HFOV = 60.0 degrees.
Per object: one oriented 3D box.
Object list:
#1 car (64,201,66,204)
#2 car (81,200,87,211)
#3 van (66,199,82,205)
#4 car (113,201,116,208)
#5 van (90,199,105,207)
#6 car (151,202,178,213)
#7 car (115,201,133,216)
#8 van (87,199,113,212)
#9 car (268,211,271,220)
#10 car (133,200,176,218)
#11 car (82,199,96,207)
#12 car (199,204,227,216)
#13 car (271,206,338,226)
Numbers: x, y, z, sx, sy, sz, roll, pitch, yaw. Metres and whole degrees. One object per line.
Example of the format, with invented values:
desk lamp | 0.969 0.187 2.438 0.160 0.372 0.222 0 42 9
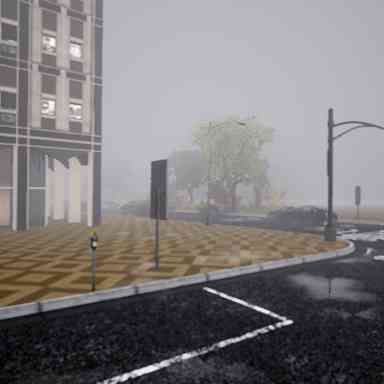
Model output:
car | -33.358 2.847 89.521 1.947 1.339 4.313 0 -1 -36
car | -16.870 2.317 53.397 1.802 1.307 4.206 0 -1 -36
van | -20.131 2.143 57.889 1.690 1.788 3.998 0 -1 -36
car | -14.966 2.318 59.838 1.882 1.535 5.008 1 -1 -36
van | -20.339 2.359 71.587 1.690 1.788 3.998 0 -1 -36
car | -4.061 2.238 49.168 2.008 1.369 4.403 0 -1 -36
car | -7.132 2.102 39.903 1.947 1.339 4.313 0 -1 -36
van | -13.613 2.010 48.911 1.690 1.788 3.998 0 -1 -36
car | 9.065 2.008 31.306 1.802 1.307 4.206 0 -1 -36
car | -3.913 1.785 35.389 2.192 1.841 5.009 0 -1 -36
car | -23.593 2.524 76.070 1.967 1.590 4.097 0 -1 -36
car | 2.524 2.139 40.254 1.802 1.307 4.206 0 -1 -36
car | 9.140 1.844 26.633 2.128 1.511 4.902 1 -1 -36
